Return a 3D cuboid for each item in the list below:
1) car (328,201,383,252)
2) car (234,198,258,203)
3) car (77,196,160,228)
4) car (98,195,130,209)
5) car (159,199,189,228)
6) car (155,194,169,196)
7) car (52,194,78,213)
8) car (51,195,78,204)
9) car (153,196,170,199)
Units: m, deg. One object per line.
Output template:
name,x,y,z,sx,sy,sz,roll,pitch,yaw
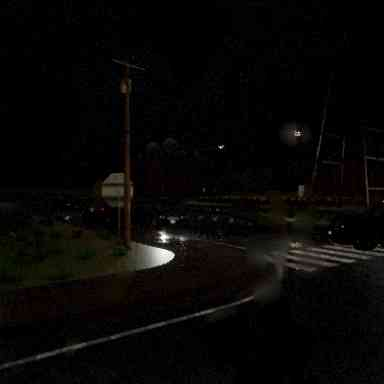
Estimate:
car,8.322,1.260,12.921,5.566,2.045,2.150,-1,3,11
car,7.216,1.510,44.442,3.905,1.438,1.784,0,0,-36
car,-4.628,1.272,21.471,2.097,1.767,4.553,0,-4,37
car,-10.884,1.307,46.406,3.866,1.878,1.905,0,0,-36
car,-1.328,1.491,22.012,2.128,1.511,4.902,0,0,-5
car,-6.224,1.299,62.462,4.605,1.855,1.932,0,0,-36
car,-13.884,1.217,37.585,2.150,2.045,5.566,0,0,-36
car,-25.202,1.474,65.924,4.611,1.667,2.242,0,0,-36
car,-2.452,1.499,35.871,4.193,1.474,1.816,0,0,-36
